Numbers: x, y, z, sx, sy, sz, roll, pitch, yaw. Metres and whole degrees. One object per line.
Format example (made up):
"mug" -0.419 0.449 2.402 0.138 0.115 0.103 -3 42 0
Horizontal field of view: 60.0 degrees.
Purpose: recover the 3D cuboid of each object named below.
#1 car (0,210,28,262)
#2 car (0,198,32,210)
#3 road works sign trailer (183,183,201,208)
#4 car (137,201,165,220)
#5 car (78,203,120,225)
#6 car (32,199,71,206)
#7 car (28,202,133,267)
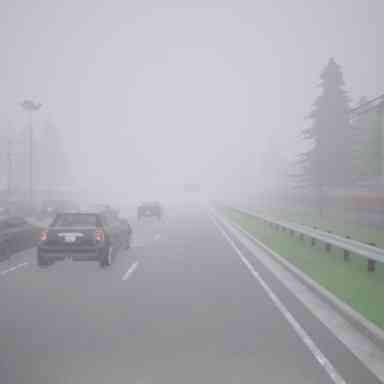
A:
"car" -6.931 1.566 12.116 1.994 1.385 4.181 0 0 0
"car" -13.938 1.357 26.574 2.097 1.767 4.553 0 0 0
"road works sign trailer" -0.007 0.477 48.565 2.380 3.560 2.880 0 0 0
"car" -3.429 1.485 28.427 1.882 1.535 5.008 0 0 0
"car" -6.944 1.607 25.436 1.895 1.301 4.718 0 0 0
"car" -10.438 1.358 26.562 2.097 1.767 4.553 0 0 0
"car" -3.436 1.354 11.550 2.097 1.767 4.553 0 0 0
